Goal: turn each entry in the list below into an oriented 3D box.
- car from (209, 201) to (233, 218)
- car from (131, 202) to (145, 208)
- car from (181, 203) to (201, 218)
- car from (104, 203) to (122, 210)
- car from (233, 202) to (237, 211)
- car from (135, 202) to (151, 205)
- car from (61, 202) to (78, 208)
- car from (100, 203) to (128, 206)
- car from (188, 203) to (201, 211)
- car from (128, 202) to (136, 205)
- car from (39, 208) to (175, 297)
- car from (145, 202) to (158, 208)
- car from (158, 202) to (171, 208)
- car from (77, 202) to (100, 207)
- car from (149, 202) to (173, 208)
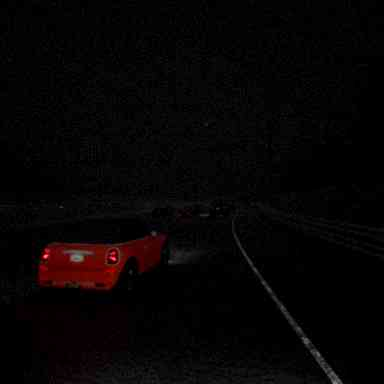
[{"bbox_3d":[3.390,2.046,40.293,2.150,2.045,5.566,0,-1,10],"label":"car"},{"bbox_3d":[-13.663,3.256,84.552,2.033,1.411,5.357,0,-1,10],"label":"car"},{"bbox_3d":[-0.058,2.319,40.899,2.128,1.511,4.902,0,-1,10],"label":"car"},{"bbox_3d":[-16.397,2.988,69.095,1.895,1.301,4.718,0,-1,10],"label":"car"},{"bbox_3d":[7.083,2.785,61.177,1.837,1.490,4.892,0,-1,10],"label":"car"},{"bbox_3d":[-9.483,2.910,67.991,1.812,1.442,4.674,0,-1,10],"label":"car"},{"bbox_3d":[-19.191,2.408,53.593,2.097,1.767,4.553,0,-1,11],"label":"car"},{"bbox_3d":[-12.290,2.611,52.473,1.994,1.385,4.181,0,-1,10],"label":"car"},{"bbox_3d":[0.538,2.837,64.367,1.837,1.490,4.892,0,-1,10],"label":"car"},{"bbox_3d":[-12.956,2.940,68.457,1.994,1.385,4.181,0,-1,10],"label":"car"},{"bbox_3d":[-2.100,1.487,9.249,2.097,1.767,4.553,0,-1,10],"label":"car"},{"bbox_3d":[-10.221,3.188,83.915,1.882,1.535,5.008,0,-1,10],"label":"car"},{"bbox_3d":[-6.769,3.231,83.334,2.128,1.511,4.902,0,-1,10],"label":"car"},{"bbox_3d":[-15.765,2.553,52.890,1.837,1.490,4.892,0,-1,11],"label":"car"},{"bbox_3d":[-3.503,2.310,41.512,1.882,1.535,5.008,0,-1,10],"label":"car"}]
